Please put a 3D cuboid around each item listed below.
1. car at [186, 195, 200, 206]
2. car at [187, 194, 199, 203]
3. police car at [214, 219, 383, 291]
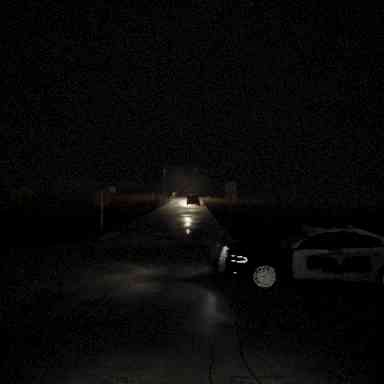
[{"bbox_3d":[0.187,1.216,52.807,2.097,1.767,4.553,0,1,0],"label":"car"},{"bbox_3d":[0.224,1.227,62.872,2.128,1.511,4.902,0,1,0],"label":"car"},{"bbox_3d":[3.235,1.563,8.772,5.238,1.638,1.930,1,0,0],"label":"police car"}]
